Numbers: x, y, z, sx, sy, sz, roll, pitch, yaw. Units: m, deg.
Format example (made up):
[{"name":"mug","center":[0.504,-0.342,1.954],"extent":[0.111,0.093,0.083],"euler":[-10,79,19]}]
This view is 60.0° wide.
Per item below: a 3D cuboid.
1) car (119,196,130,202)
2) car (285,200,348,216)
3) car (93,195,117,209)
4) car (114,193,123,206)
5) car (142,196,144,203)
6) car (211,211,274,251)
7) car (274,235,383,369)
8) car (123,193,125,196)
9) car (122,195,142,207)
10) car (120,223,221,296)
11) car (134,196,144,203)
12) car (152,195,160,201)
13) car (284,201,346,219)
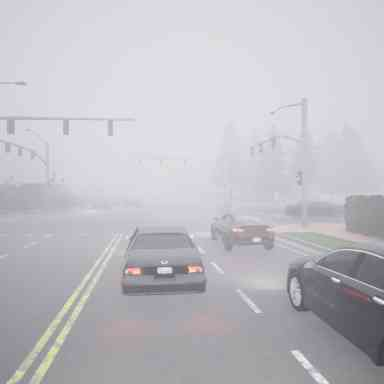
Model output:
[{"name":"car","center":[-15.007,1.540,74.110],"extent":[2.033,1.411,5.357],"euler":[0,0,-6]},{"name":"car","center":[12.086,1.547,32.464],"extent":[5.357,1.411,2.033],"euler":[0,0,-5]},{"name":"car","center":[-12.014,1.491,44.872],"extent":[2.128,1.511,4.902],"euler":[0,0,-4]},{"name":"car","center":[-12.917,1.352,54.031],"extent":[2.097,1.767,4.553],"euler":[0,0,-6]},{"name":"car","center":[-9.966,1.478,59.437],"extent":[1.882,1.535,5.008],"euler":[0,0,-6]},{"name":"car","center":[2.016,1.526,14.118],"extent":[1.812,1.442,4.674],"euler":[0,0,-7]},{"name":"car","center":[2.985,1.505,4.923],"extent":[1.837,1.490,4.892],"euler":[0,0,-5]},{"name":"car","center":[-13.911,1.222,63.625],"extent":[2.150,2.045,5.566],"euler":[0,0,-6]},{"name":"car","center":[-8.994,1.526,50.262],"extent":[1.812,1.442,4.674],"euler":[0,0,-6]},{"name":"car","center":[-0.830,1.547,8.858],"extent":[2.033,1.411,5.357],"euler":[0,0,-7]},{"name":"car","center":[-10.995,1.524,69.584],"extent":[1.812,1.442,4.674],"euler":[0,0,-6]},{"name":"car","center":[-9.406,1.553,87.371],"extent":[1.994,1.385,4.181],"euler":[0,0,-6]},{"name":"car","center":[10.472,1.477,28.616],"extent":[5.008,1.535,1.882],"euler":[0,0,-5]}]
